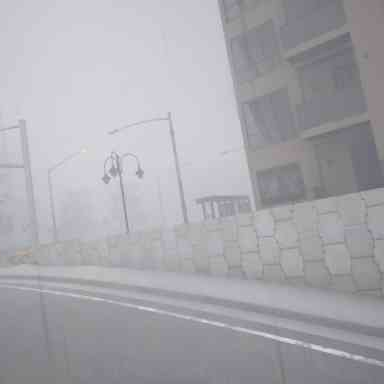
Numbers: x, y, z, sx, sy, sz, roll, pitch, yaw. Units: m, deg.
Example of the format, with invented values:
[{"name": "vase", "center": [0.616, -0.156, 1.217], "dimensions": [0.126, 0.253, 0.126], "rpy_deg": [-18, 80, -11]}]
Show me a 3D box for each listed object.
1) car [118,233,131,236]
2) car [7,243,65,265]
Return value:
[{"name": "car", "center": [-7.852, 5.457, 37.496], "dimensions": [1.895, 1.301, 4.718], "rpy_deg": [-14, -8, 35]}, {"name": "car", "center": [-13.694, 5.364, 29.564], "dimensions": [1.882, 1.535, 5.008], "rpy_deg": [-14, -8, 35]}]
